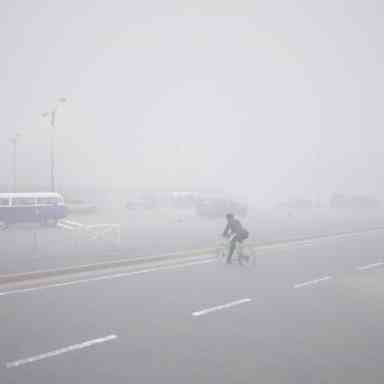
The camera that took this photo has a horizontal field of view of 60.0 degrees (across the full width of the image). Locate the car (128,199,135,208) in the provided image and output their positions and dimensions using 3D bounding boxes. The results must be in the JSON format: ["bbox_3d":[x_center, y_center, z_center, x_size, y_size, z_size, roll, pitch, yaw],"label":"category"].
[{"bbox_3d":[-7.365,1.364,52.000,3.905,1.438,1.784,0,0,-36],"label":"car"}]

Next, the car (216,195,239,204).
[{"bbox_3d":[6.680,1.395,62.384,3.806,1.475,1.970,0,0,-36],"label":"car"}]

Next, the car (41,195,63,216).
[{"bbox_3d":[-12.889,1.364,34.093,3.905,1.438,1.784,0,0,-36],"label":"car"}]

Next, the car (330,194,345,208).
[{"bbox_3d":[20.069,1.156,44.278,3.866,1.878,1.905,0,0,-36],"label":"car"}]

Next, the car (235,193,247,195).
[{"bbox_3d":[8.390,1.156,60.048,3.866,1.878,1.905,0,0,-36],"label":"car"}]

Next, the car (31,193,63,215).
[{"bbox_3d":[-14.522,1.153,36.223,4.605,1.855,1.932,0,0,-36],"label":"car"}]

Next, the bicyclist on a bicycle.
[{"bbox_3d":[1.251,1.455,9.840,0.582,1.620,1.656,0,-2,-37],"label":"bicyclist on a bicycle"}]

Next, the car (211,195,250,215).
[{"bbox_3d":[4.406,1.395,36.086,3.806,1.475,1.970,0,0,-36],"label":"car"}]

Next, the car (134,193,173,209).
[{"bbox_3d":[-5.697,1.153,49.631,4.605,1.855,1.932,0,0,-36],"label":"car"}]

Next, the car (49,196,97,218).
[{"bbox_3d":[-11.171,1.395,31.763,3.806,1.475,1.970,0,0,-36],"label":"car"}]

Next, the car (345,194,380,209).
[{"bbox_3d":[21.743,1.153,41.916,4.605,1.855,1.932,0,0,-36],"label":"car"}]
